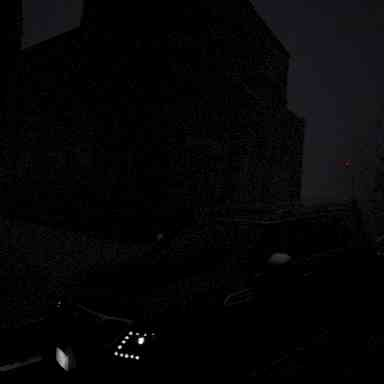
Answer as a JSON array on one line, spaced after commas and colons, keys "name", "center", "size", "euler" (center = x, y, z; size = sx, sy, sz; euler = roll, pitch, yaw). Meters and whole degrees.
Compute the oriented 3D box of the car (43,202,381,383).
[{"name": "car", "center": [0.847, 1.218, 4.982], "size": [5.566, 2.045, 2.150], "euler": [0, 0, -41]}]
